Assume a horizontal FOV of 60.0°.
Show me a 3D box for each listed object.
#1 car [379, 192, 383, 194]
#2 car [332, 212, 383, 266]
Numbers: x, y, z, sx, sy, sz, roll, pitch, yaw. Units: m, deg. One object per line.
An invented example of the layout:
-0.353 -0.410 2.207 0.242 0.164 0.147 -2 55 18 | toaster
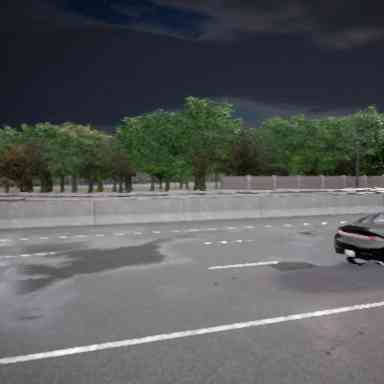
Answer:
28.174 0.176 45.312 5.357 1.411 2.033 -1 2 -17 | car
6.139 1.232 8.838 4.902 1.511 2.128 -1 2 -18 | car
